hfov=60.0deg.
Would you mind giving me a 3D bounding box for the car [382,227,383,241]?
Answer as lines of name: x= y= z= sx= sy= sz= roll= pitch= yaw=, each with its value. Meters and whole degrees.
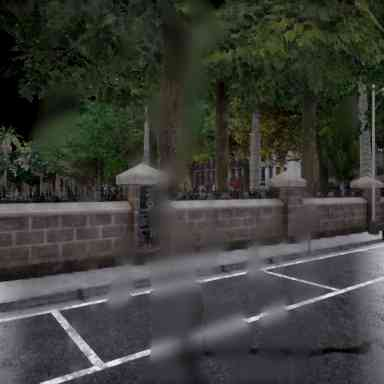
car: x=9.786 y=1.310 z=13.538 sx=5.009 sy=1.841 sz=2.192 roll=0 pitch=0 yaw=-36
